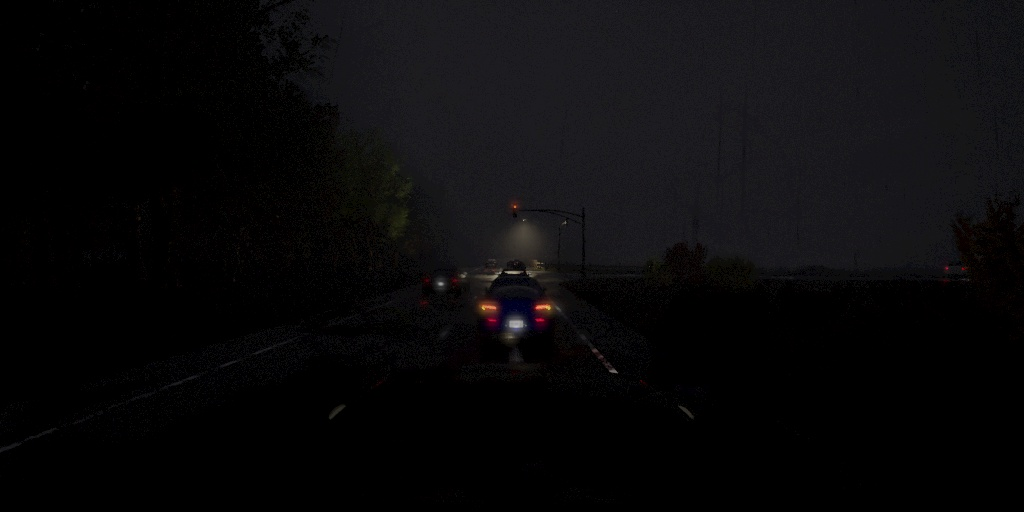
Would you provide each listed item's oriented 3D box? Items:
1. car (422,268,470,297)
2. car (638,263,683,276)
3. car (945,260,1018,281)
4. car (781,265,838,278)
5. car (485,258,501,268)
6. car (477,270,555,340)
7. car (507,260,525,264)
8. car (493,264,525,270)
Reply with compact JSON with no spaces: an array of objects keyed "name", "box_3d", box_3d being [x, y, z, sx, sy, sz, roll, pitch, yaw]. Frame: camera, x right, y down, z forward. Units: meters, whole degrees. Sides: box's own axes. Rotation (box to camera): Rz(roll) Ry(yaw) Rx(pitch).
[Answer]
[{"name":"car","box_3d":[-3.401,1.318,19.123,1.994,1.385,4.181,0,0,0]},{"name":"car","box_3d":[17.023,1.499,40.980,4.892,1.490,1.837,1,-1,1]},{"name":"car","box_3d":[48.549,1.498,37.192,5.566,2.045,2.150,1,-1,0]},{"name":"car","box_3d":[33.882,1.724,40.852,5.357,1.411,2.033,1,-1,0]},{"name":"car","box_3d":[-3.400,1.246,60.117,2.128,1.511,4.902,0,0,0]},{"name":"car","box_3d":[0.100,1.278,9.906,1.812,1.442,4.674,0,0,0]},{"name":"car","box_3d":[0.522,1.259,51.266,1.837,1.490,4.892,-2,1,-14]},{"name":"car","box_3d":[0.099,1.318,18.661,1.994,1.385,4.181,0,0,0]}]
